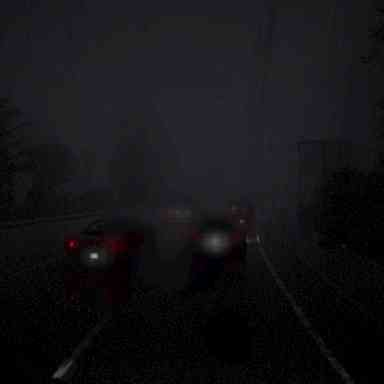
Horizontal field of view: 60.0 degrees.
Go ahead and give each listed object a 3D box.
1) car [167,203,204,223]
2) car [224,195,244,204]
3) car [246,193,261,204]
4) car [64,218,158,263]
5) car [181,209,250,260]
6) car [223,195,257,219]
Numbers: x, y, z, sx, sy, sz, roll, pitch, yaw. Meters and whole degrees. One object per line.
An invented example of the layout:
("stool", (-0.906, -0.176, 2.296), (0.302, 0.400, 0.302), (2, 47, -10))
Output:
("car", (-0.275, 1.536, 25.044), (2.033, 1.411, 5.357), (0, 0, 14))
("car", (7.970, 1.442, 62.670), (1.882, 1.535, 5.008), (0, 0, 32))
("car", (10.822, 1.201, 60.636), (2.150, 2.045, 5.566), (0, 0, 32))
("car", (-2.586, 1.593, 12.016), (1.895, 1.301, 4.718), (0, 0, 8))
("car", (1.028, 1.561, 12.525), (1.994, 1.385, 4.181), (0, 0, 8))
("car", (3.701, 1.346, 26.254), (2.097, 1.767, 4.553), (0, 0, 15))
